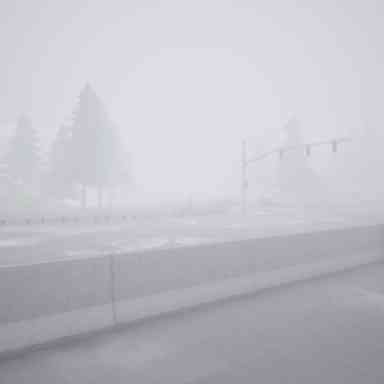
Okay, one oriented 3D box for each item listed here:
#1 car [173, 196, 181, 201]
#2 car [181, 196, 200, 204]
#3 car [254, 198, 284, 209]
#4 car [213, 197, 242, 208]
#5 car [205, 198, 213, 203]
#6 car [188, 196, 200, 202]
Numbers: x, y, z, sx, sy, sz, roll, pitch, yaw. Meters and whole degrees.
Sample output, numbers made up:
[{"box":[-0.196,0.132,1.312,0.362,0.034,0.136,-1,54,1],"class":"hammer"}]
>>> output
[{"box":[-3.431,1.647,80.228,2.033,1.411,5.357,0,0,-10],"class":"car"},{"box":[0.002,1.640,64.974,2.033,1.411,5.357,0,0,-18],"class":"car"},{"box":[11.238,1.595,48.709,1.837,1.490,4.892,0,1,-30],"class":"car"},{"box":[5.839,1.576,51.115,2.128,1.511,4.902,0,0,-27],"class":"car"},{"box":[4.258,1.700,63.375,1.895,1.301,4.718,0,0,-20],"class":"car"},{"box":[0.405,1.612,78.288,1.837,1.490,4.892,0,0,-10],"class":"car"}]
